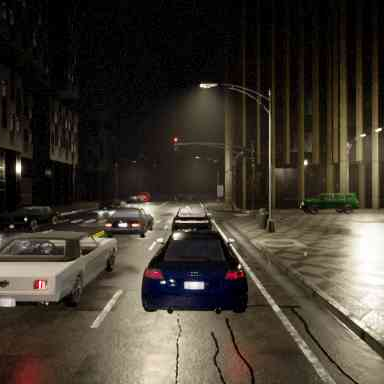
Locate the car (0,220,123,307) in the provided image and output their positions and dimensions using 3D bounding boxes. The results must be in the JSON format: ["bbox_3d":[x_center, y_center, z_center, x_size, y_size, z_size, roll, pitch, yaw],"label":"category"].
[{"bbox_3d":[-3.150,1.597,7.902,1.895,1.301,4.718,0,0,0],"label":"car"}]

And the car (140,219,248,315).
[{"bbox_3d":[0.083,1.561,7.682,1.994,1.385,4.181,0,0,1],"label":"car"}]

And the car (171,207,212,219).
[{"bbox_3d":[-0.007,1.478,16.556,2.128,1.511,4.902,0,0,0],"label":"car"}]

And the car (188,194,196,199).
[{"bbox_3d":[-0.030,1.200,85.485,1.895,1.301,4.718,0,0,0],"label":"car"}]

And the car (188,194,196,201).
[{"bbox_3d":[-0.027,1.342,75.033,2.033,1.411,5.357,0,0,0],"label":"car"}]

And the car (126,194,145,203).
[{"bbox_3d":[-9.856,1.428,56.411,2.033,1.411,5.357,0,0,0],"label":"car"}]

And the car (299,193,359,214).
[{"bbox_3d":[13.556,1.113,33.029,5.566,2.045,2.150,0,0,2],"label":"car"}]

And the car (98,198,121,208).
[{"bbox_3d":[-9.866,1.483,40.481,2.033,1.411,5.357,0,0,0],"label":"car"}]

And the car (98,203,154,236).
[{"bbox_3d":[-3.158,1.533,17.493,2.033,1.411,5.357,0,0,0],"label":"car"}]

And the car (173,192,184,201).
[{"bbox_3d":[-3.277,1.302,75.033,1.837,1.490,4.892,0,0,0],"label":"car"}]

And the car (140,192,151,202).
[{"bbox_3d":[-9.776,1.059,68.561,2.150,2.045,5.566,0,0,0],"label":"car"}]

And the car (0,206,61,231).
[{"bbox_3d":[-9.859,1.582,20.408,1.895,1.301,4.718,0,0,0],"label":"car"}]
